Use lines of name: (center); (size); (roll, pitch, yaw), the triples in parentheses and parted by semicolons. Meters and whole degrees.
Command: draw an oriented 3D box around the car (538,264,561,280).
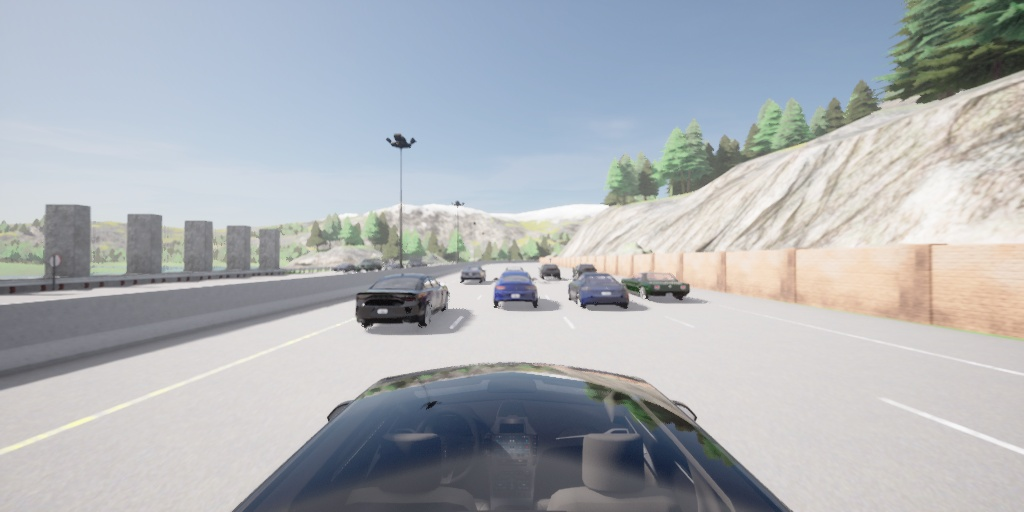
car: (3.695, 1.528, 35.710); (1.837, 1.490, 4.892); (0, -1, 0)

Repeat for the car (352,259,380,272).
car: (-21.243, 1.399, 53.620); (2.150, 2.045, 5.566); (0, 0, -1)

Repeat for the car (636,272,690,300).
car: (7.174, 1.484, 18.507); (1.895, 1.301, 4.718); (0, 0, 0)

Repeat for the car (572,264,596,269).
car: (7.195, 1.526, 35.692); (1.837, 1.490, 4.892); (0, -1, 0)

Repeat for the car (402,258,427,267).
car: (-14.251, 1.397, 53.887); (2.150, 2.045, 5.566); (0, 0, -1)

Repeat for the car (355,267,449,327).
car: (-3.380, 1.312, 11.906); (1.882, 1.535, 5.008); (0, 0, 0)

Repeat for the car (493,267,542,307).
car: (0.154, 1.392, 16.051); (1.812, 1.442, 4.674); (0, 0, 0)

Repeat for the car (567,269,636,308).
car: (3.651, 1.426, 15.783); (1.994, 1.385, 4.181); (0, 0, 0)

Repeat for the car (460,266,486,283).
car: (-3.271, 1.534, 30.786); (2.033, 1.411, 5.357); (0, 0, 0)

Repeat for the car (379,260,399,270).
car: (-17.751, 1.672, 54.080); (2.128, 1.511, 4.902); (0, 0, -1)

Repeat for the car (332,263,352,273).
car: (-24.735, 1.727, 53.593); (2.033, 1.411, 5.357); (0, 0, 0)
